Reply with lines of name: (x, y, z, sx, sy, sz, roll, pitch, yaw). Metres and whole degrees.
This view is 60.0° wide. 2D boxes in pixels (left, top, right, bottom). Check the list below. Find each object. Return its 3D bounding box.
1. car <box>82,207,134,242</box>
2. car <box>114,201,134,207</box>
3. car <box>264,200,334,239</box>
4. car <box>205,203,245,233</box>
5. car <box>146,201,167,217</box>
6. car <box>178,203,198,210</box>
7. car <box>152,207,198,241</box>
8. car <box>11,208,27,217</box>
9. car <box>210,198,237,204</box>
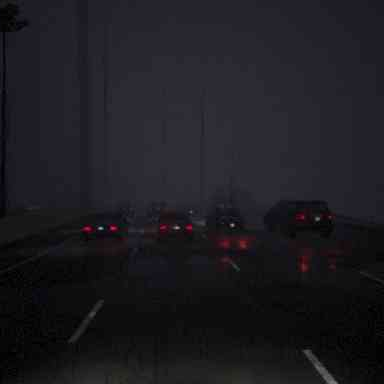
car: (-4.465, 1.759, 17.774, 2.033, 1.411, 5.357, 0, -1, -6)
car: (-7.360, 1.777, 36.002, 2.097, 1.767, 4.553, 0, -1, -12)
car: (5.928, 1.444, 19.091, 2.150, 2.045, 5.566, 0, 0, -6)
car: (2.064, 1.747, 21.882, 2.128, 1.511, 4.902, 0, -1, -7)
car: (-3.845, 1.779, 36.316, 2.097, 1.767, 4.553, 0, -1, -11)
car: (-0.556, 1.967, 37.692, 1.812, 1.442, 4.674, 0, -1, -12)
car: (-0.980, 1.760, 18.063, 2.033, 1.411, 5.357, 0, -1, -6)
car: (-17.513, 1.954, 32.358, 1.994, 1.385, 4.181, 0, -1, -12)
car: (3.312, 1.647, 36.344, 2.150, 2.045, 5.566, 0, 0, -11)
